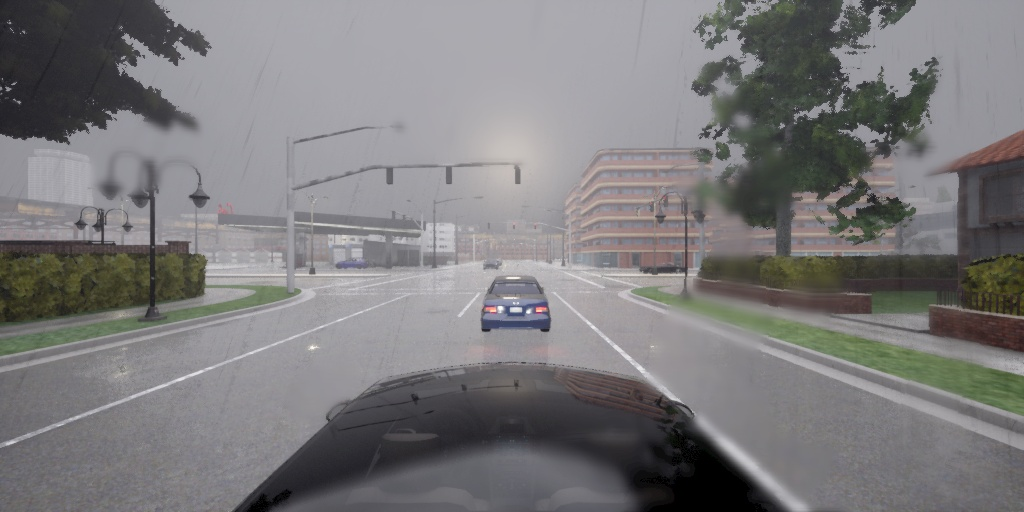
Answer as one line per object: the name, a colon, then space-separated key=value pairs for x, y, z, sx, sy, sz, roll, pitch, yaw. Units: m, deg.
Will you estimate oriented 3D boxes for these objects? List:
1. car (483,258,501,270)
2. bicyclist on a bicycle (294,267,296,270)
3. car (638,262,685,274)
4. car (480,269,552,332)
car: x=-3.102 y=1.102 z=53.604 sx=2.097 sy=1.767 sz=4.553 roll=0 pitch=0 yaw=0
bicyclist on a bicycle: x=-29.016 y=1.180 z=47.116 sx=0.582 sy=1.620 sz=1.656 roll=-10 pitch=5 yaw=0
car: x=16.329 y=1.351 z=38.893 sx=4.718 sy=1.301 sz=1.895 roll=0 pitch=0 yaw=-3
car: x=0.098 y=1.297 z=10.844 sx=2.033 sy=1.411 sz=5.357 roll=0 pitch=0 yaw=0
